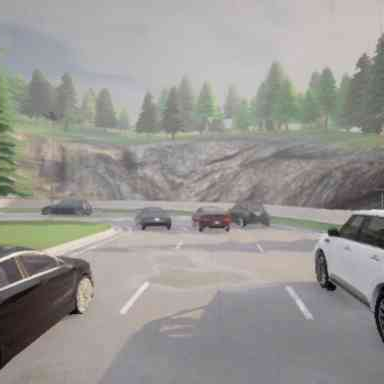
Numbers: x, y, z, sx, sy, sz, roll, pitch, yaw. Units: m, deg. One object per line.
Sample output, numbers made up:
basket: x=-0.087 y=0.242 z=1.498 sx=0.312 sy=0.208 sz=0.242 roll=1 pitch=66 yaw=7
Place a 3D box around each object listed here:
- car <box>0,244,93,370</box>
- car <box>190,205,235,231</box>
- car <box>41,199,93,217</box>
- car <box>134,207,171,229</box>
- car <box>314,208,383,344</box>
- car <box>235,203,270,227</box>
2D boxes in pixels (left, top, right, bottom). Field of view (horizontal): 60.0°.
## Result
car: x=-2.979 y=1.495 z=4.757 sx=2.128 sy=1.511 sz=4.902 roll=1 pitch=-1 yaw=4
car: x=1.119 y=1.663 z=21.887 sx=1.882 sy=1.535 sz=5.008 roll=1 pitch=-1 yaw=-8
car: x=-12.081 y=1.464 z=32.189 sx=4.553 sy=1.767 sz=2.097 roll=0 pitch=0 yaw=3
car: x=-2.758 y=1.712 z=22.893 sx=1.994 sy=1.385 sz=4.181 roll=1 pitch=-1 yaw=-16
car: x=4.038 y=1.318 z=6.248 sx=2.150 sy=2.045 sz=5.566 roll=1 pitch=0 yaw=5
car: x=3.906 y=1.593 z=24.888 sx=2.097 sy=1.767 sz=4.553 roll=1 pitch=0 yaw=-17
